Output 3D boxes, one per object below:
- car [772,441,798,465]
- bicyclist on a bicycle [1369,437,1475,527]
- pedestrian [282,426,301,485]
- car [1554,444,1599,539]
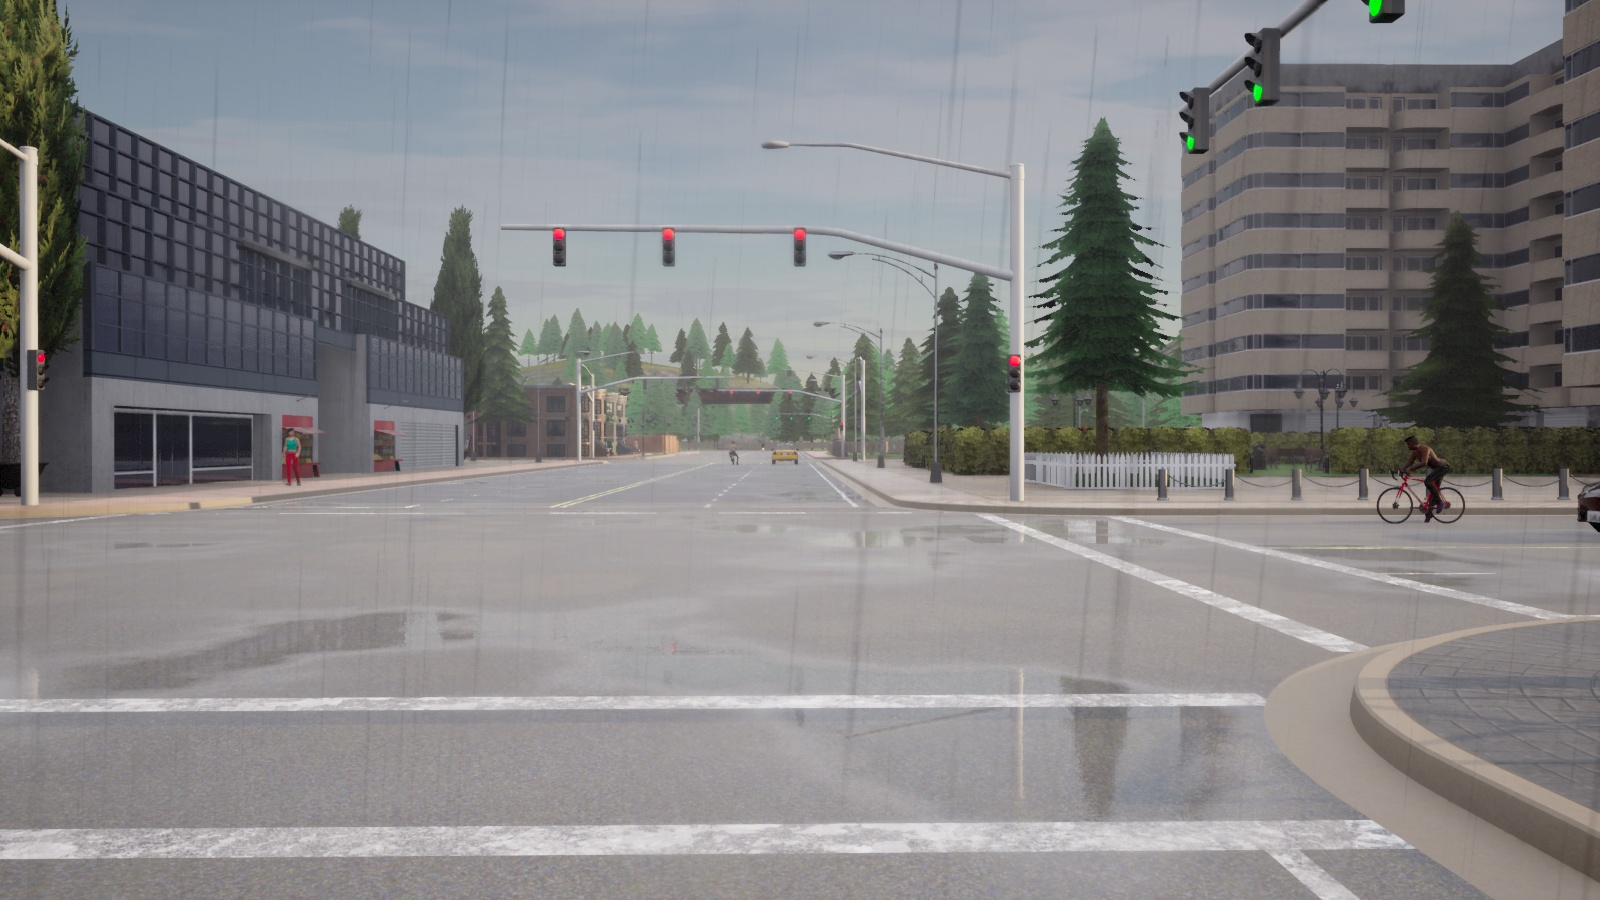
[{"bbox_3d":[-1.048,0.189,87.747,1.801,1.575,5.366,0,0,-1],"label":"car"},{"bbox_3d":[11.414,0.578,23.080,1.656,1.620,0.582,0,0,-1],"label":"bicyclist on a bicycle"},{"bbox_3d":[-15.865,0.171,39.181,0.345,1.836,0.594,0,0,-1],"label":"pedestrian"},{"bbox_3d":[14.827,0.647,19.625,4.792,1.488,2.163,0,0,-1],"label":"car"}]
